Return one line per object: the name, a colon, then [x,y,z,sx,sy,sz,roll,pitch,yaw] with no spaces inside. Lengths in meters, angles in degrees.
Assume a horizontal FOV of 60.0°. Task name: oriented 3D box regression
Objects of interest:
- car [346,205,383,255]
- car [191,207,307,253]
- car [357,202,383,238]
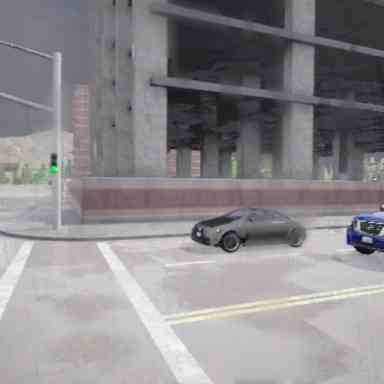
car: [7.638,1.022,10.613,5.566,2.045,2.150,0,2,-22]
car: [2.094,1.273,12.188,4.181,1.385,1.994,0,2,-22]
car: [10.125,1.232,15.371,4.674,1.442,1.812,0,2,-22]
